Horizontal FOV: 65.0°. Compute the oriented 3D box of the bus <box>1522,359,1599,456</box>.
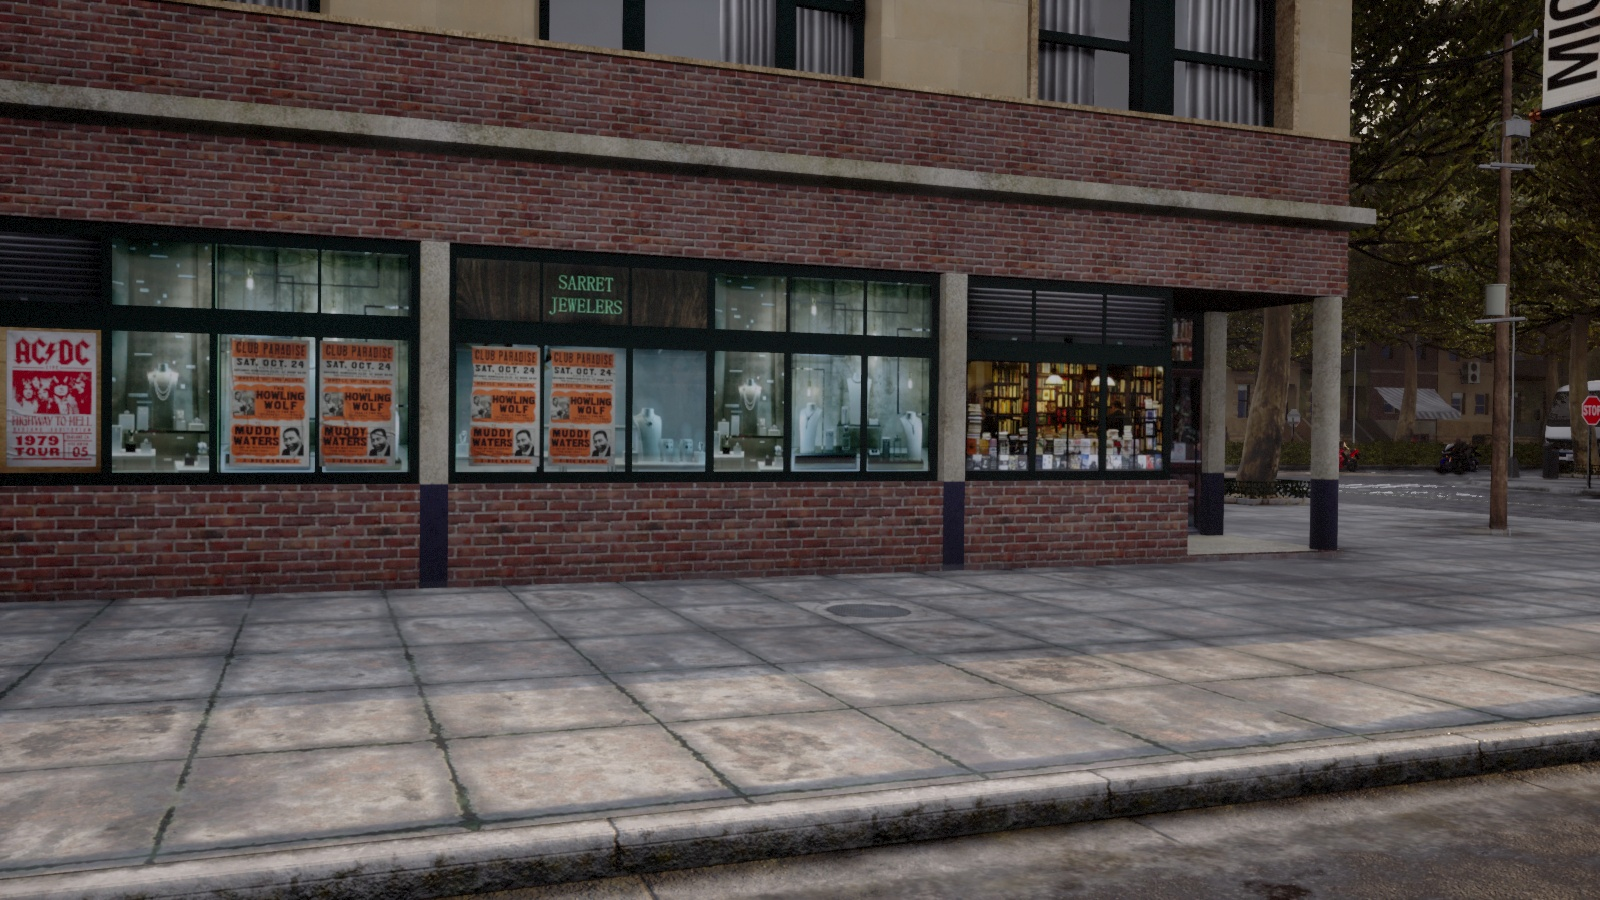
[{"bbox_3d":[39.354,-1.961,58.861,10.273,4.253,3.944,-1,1,-21],"label":"bus"}]

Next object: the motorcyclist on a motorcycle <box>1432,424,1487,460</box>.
[{"bbox_3d":[28.802,-0.371,54.854,2.191,1.530,0.866,-1,1,-21],"label":"motorcyclist on a motorcycle"}]

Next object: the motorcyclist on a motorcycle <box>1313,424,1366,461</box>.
[{"bbox_3d":[22.523,-0.316,52.435,2.044,1.523,0.797,-1,1,-22],"label":"motorcyclist on a motorcycle"}]
